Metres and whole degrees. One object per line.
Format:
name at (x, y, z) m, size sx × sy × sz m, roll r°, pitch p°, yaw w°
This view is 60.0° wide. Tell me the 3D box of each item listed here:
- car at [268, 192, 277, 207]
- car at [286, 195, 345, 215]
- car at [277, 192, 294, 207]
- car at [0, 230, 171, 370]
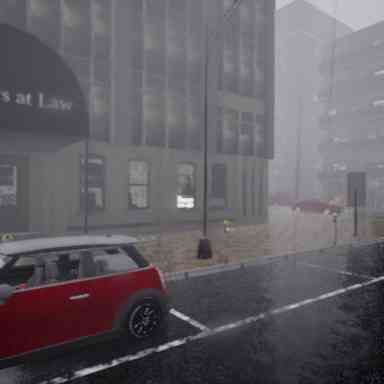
car at (6.582, 0.753, 38.490) m, size 2.150 × 2.045 × 5.566 m, roll 1°, pitch 1°, yaw -36°
car at (10.703, 1.221, 28.421) m, size 1.887 × 1.381 × 4.507 m, roll 2°, pitch 0°, yaw -36°
car at (10.839, 0.882, 42.505) m, size 2.192 × 1.841 × 5.009 m, roll 2°, pitch 0°, yaw -36°
car at (-2.423, 1.439, 4.821) m, size 4.097 × 1.590 × 1.967 m, roll 0°, pitch 1°, yaw -36°
